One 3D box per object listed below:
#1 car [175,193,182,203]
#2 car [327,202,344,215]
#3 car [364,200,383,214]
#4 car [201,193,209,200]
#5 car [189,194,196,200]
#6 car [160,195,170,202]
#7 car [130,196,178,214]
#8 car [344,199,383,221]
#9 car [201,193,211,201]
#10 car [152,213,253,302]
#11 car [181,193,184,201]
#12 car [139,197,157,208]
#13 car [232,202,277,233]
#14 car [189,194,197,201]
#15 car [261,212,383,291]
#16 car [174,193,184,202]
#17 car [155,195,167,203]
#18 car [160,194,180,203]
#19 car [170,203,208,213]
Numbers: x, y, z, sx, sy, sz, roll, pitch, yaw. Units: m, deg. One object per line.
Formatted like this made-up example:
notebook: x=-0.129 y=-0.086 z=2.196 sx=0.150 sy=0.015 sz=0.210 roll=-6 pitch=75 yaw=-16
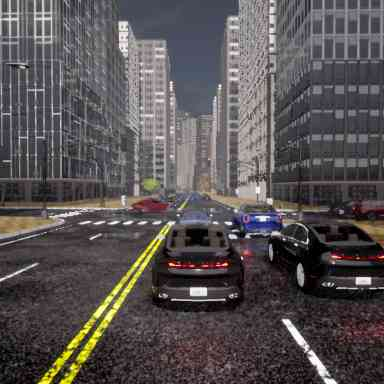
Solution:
car: x=-3.176 y=1.460 z=57.625 sx=1.837 sy=1.490 sz=4.892 roll=0 pitch=0 yaw=0
car: x=16.521 y=1.618 z=34.301 sx=4.892 sy=1.490 sz=1.837 roll=1 pitch=1 yaw=1
car: x=21.910 y=1.643 z=36.792 sx=4.829 sy=1.417 sz=1.752 roll=1 pitch=0 yaw=1
car: x=3.496 y=1.098 z=89.732 sx=2.097 sy=1.767 sz=4.553 roll=0 pitch=0 yaw=0
car: x=0.246 y=1.220 z=89.772 sx=1.882 sy=1.535 sz=5.008 roll=0 pitch=0 yaw=0
car: x=-6.287 y=1.453 z=77.938 sx=1.812 sy=1.442 sz=4.674 roll=0 pitch=0 yaw=0
car: x=-4.205 y=1.451 z=34.900 sx=4.674 sy=1.442 sz=1.812 roll=0 pitch=2 yaw=-35
car: x=16.279 y=1.520 z=28.521 sx=5.009 sy=1.841 sz=2.192 roll=1 pitch=0 yaw=1
car: x=3.468 y=1.396 z=79.344 sx=1.882 sy=1.535 sz=5.008 roll=0 pitch=0 yaw=0
car: x=0.120 y=1.501 z=8.255 sx=1.837 sy=1.490 sz=4.892 roll=0 pitch=0 yaw=0
car: x=-3.089 y=1.469 z=67.446 sx=1.812 sy=1.442 sz=4.674 roll=0 pitch=0 yaw=1
car: x=-6.454 y=1.491 z=49.059 sx=1.812 sy=1.442 sz=4.674 roll=0 pitch=0 yaw=2
car: x=3.398 y=1.342 z=18.044 sx=2.097 sy=1.767 sz=4.553 roll=0 pitch=0 yaw=0
car: x=0.218 y=1.396 z=79.355 sx=1.882 sy=1.535 sz=5.008 roll=0 pitch=0 yaw=0
car: x=3.375 y=1.500 z=8.961 sx=1.837 sy=1.490 sz=4.892 roll=0 pitch=0 yaw=0
car: x=-3.037 y=1.154 z=77.898 sx=2.150 sy=2.045 sz=5.566 roll=0 pitch=0 yaw=0
car: x=-6.333 y=1.420 z=67.668 sx=1.882 sy=1.535 sz=5.008 roll=0 pitch=0 yaw=0
car: x=-3.208 y=1.471 z=48.286 sx=1.837 sy=1.490 sz=4.892 roll=0 pitch=0 yaw=0
car: x=0.149 y=1.538 z=17.810 sx=2.033 sy=1.411 sz=5.357 roll=0 pitch=0 yaw=0
